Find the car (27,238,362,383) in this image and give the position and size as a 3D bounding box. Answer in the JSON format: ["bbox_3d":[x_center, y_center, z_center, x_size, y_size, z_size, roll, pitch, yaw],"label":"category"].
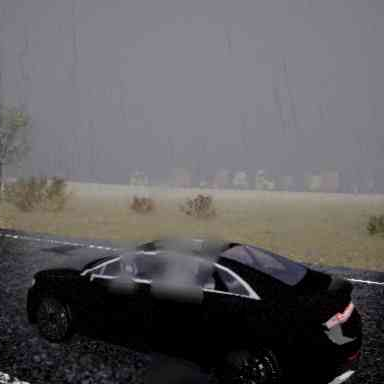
[{"bbox_3d":[-0.263,1.439,4.848,4.902,1.511,2.128,1,1,27],"label":"car"}]
